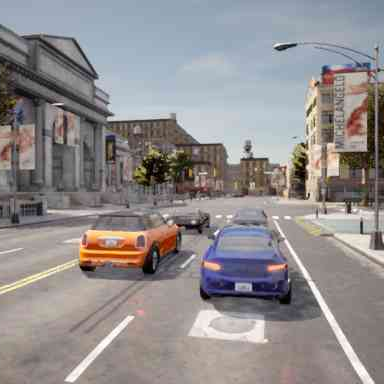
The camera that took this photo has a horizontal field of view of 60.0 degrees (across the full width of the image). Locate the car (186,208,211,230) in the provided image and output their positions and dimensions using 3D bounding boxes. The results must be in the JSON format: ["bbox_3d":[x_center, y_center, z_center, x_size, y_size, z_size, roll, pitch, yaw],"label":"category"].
[{"bbox_3d":[-0.065,1.600,19.609,1.895,1.301,4.718,0,0,11],"label":"car"}]

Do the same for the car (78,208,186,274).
[{"bbox_3d":[-1.744,1.351,10.821,2.097,1.767,4.553,0,0,10],"label":"car"}]

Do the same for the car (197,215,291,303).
[{"bbox_3d":[1.314,1.525,8.176,1.812,1.442,4.674,0,0,10],"label":"car"}]

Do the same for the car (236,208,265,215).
[{"bbox_3d":[3.091,1.546,17.537,2.033,1.411,5.357,0,0,11],"label":"car"}]
